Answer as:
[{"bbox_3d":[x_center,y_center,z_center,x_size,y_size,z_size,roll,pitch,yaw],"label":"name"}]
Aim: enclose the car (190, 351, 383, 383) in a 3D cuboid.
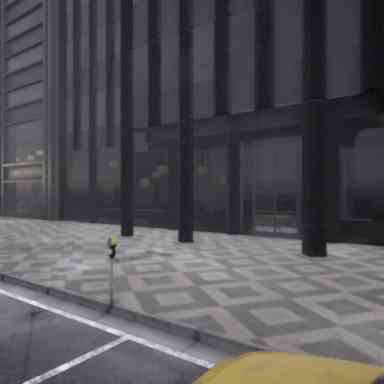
[{"bbox_3d":[1.890,1.524,1.498,4.829,1.417,1.752,0,0,37],"label":"car"}]
